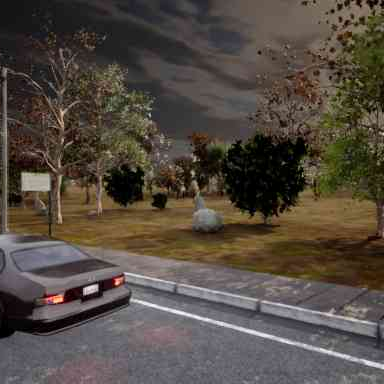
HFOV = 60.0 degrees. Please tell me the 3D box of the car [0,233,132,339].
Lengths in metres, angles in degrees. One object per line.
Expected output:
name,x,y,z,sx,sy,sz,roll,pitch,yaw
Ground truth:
car,-3.596,1.547,6.571,5.357,1.411,2.033,0,0,36
